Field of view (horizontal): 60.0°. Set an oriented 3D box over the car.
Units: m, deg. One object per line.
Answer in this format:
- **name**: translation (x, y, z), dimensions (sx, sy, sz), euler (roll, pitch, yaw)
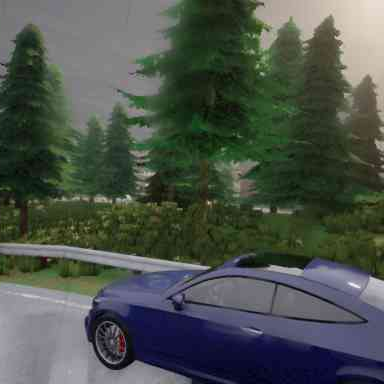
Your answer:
- **car**: translation (0.779, 1.499, 4.083), dimensions (4.674, 1.442, 1.812), euler (1, 1, 31)
